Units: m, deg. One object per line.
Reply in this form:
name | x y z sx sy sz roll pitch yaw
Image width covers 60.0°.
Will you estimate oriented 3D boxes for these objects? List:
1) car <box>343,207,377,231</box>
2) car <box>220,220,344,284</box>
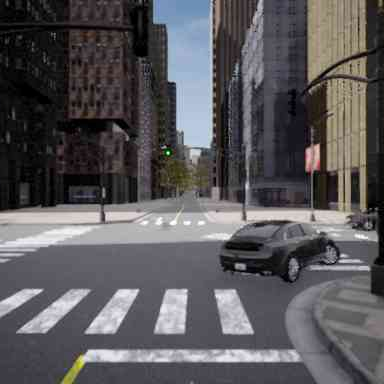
car | 12.465 1.703 21.651 4.892 1.490 1.837 0 0 0
car | 2.769 1.604 10.074 1.837 1.490 4.892 -4 -3 40
